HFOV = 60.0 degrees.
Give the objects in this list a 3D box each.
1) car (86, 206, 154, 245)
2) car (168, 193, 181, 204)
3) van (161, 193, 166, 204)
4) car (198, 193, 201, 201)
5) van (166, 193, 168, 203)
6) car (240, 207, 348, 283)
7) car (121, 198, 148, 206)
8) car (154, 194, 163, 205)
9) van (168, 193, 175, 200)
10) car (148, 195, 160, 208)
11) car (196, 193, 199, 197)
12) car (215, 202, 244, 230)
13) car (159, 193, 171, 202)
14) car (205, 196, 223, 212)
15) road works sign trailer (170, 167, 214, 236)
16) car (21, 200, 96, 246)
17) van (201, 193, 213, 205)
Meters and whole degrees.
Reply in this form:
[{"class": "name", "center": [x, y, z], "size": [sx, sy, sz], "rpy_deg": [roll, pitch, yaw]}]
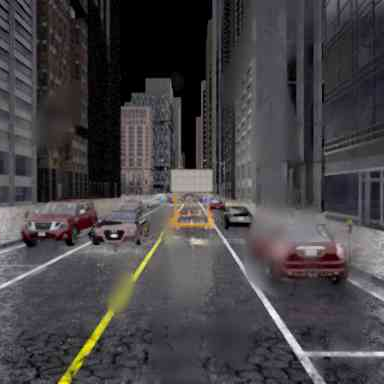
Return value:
[{"class": "car", "center": [-3.101, 1.546, 15.199], "size": [1.994, 1.385, 4.181], "rpy_deg": [0, 0, 0]}, {"class": "car", "center": [-3.007, 1.450, 62.225], "size": [1.837, 1.490, 4.892], "rpy_deg": [0, 0, 0]}, {"class": "van", "center": [-5.771, 1.279, 54.768], "size": [1.690, 1.788, 3.998], "rpy_deg": [0, 0, 0]}, {"class": "car", "center": [2.753, 1.501, 71.696], "size": [1.802, 1.307, 4.206], "rpy_deg": [0, 0, 0]}, {"class": "van", "center": [-5.772, 1.273, 60.409], "size": [1.690, 1.788, 3.998], "rpy_deg": [0, 0, 0]}, {"class": "car", "center": [2.758, 1.429, 9.648], "size": [1.967, 1.590, 4.097], "rpy_deg": [0, 0, 0]}, {"class": "car", "center": [-5.768, 1.530, 32.205], "size": [1.947, 1.339, 4.313], "rpy_deg": [0, 0, 0]}, {"class": "car", "center": [-5.770, 1.470, 48.957], "size": [1.752, 1.417, 4.829], "rpy_deg": [0, 0, 0]}, {"class": "van", "center": [-5.775, 1.233, 94.255], "size": [1.690, 1.788, 3.998], "rpy_deg": [0, 0, 0]}, {"class": "car", "center": [-5.769, 1.502, 43.487], "size": [2.008, 1.369, 4.403], "rpy_deg": [0, 0, 0]}, {"class": "car", "center": [2.752, 1.471, 82.977], "size": [1.947, 1.339, 4.313], "rpy_deg": [0, 0, 0]}, {"class": "car", "center": [2.758, 1.542, 20.929], "size": [1.947, 1.339, 4.313], "rpy_deg": [0, 0, 0]}, {"class": "car", "center": [-5.773, 1.234, 71.691], "size": [2.192, 1.841, 5.009], "rpy_deg": [0, 0, 0]}, {"class": "car", "center": [2.756, 1.502, 37.852], "size": [1.887, 1.381, 4.507], "rpy_deg": [0, 0, 0]}, {"class": "road works sign trailer", "center": [-0.002, 0.443, 18.313], "size": [2.380, 3.560, 2.880], "rpy_deg": [0, 0, 0]}, {"class": "car", "center": [-5.768, 1.298, 15.283], "size": [2.192, 1.841, 5.009], "rpy_deg": [0, 0, 0]}, {"class": "van", "center": [2.754, 1.279, 54.773], "size": [1.690, 1.788, 3.998], "rpy_deg": [0, 0, 0]}]
